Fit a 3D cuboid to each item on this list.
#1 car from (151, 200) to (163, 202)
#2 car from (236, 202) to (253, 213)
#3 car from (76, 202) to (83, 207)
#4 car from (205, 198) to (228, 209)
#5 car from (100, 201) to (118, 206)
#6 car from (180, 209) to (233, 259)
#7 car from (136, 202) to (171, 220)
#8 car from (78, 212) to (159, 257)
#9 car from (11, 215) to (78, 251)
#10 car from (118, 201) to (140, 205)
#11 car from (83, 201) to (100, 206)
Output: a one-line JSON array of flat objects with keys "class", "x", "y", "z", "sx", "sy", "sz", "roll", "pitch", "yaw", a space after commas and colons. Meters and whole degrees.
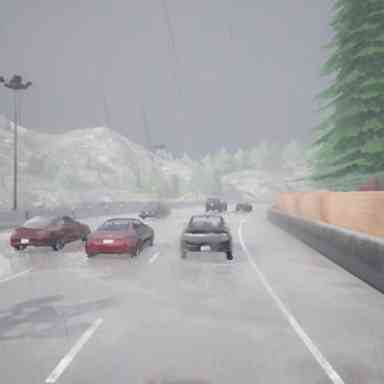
[{"class": "car", "x": -4.468, "y": 1.971, "z": 44.385, "sx": 2.097, "sy": 1.767, "sz": 4.553, "roll": 0, "pitch": -1, "yaw": 16}, {"class": "car", "x": 7.371, "y": 2.115, "z": 46.842, "sx": 1.837, "sy": 1.490, "sz": 4.892, "roll": -1, "pitch": -1, "yaw": 18}, {"class": "car", "x": -20.270, "y": 2.445, "z": 64.030, "sx": 1.837, "sy": 1.490, "sz": 4.892, "roll": -1, "pitch": 0, "yaw": 21}, {"class": "car", "x": 3.452, "y": 1.840, "z": 46.460, "sx": 2.150, "sy": 2.045, "sz": 5.566, "roll": -1, "pitch": -1, "yaw": 18}, {"class": "car", "x": -14.021, "y": 2.371, "z": 60.693, "sx": 2.128, "sy": 1.511, "sz": 4.902, "roll": -1, "pitch": -1, "yaw": 20}, {"class": "car", "x": 0.629, "y": 1.674, "z": 13.397, "sx": 2.128, "sy": 1.511, "sz": 4.902, "roll": 0, "pitch": -1, "yaw": 4}, {"class": "car", "x": -3.647, "y": 2.015, "z": 33.354, "sx": 2.033, "sy": 1.411, "sz": 5.357, "roll": 0, "pitch": -1, "yaw": 12}, {"class": "car", "x": -2.841, "y": 1.765, "z": 13.909, "sx": 1.994, "sy": 1.385, "sz": 4.181, "roll": 0, "pitch": -1, "yaw": 4}, {"class": "car", "x": -6.261, "y": 1.756, "z": 15.147, "sx": 1.812, "sy": 1.442, "sz": 4.674, "roll": 0, "pitch": -1, "yaw": 5}, {"class": "car", "x": -10.676, "y": 2.353, "z": 59.638, "sx": 1.837, "sy": 1.490, "sz": 4.892, "roll": -1, "pitch": -1, "yaw": 20}, {"class": "car", "x": -17.383, "y": 2.381, "z": 61.728, "sx": 1.882, "sy": 1.535, "sz": 5.008, "roll": -1, "pitch": -1, "yaw": 20}]
